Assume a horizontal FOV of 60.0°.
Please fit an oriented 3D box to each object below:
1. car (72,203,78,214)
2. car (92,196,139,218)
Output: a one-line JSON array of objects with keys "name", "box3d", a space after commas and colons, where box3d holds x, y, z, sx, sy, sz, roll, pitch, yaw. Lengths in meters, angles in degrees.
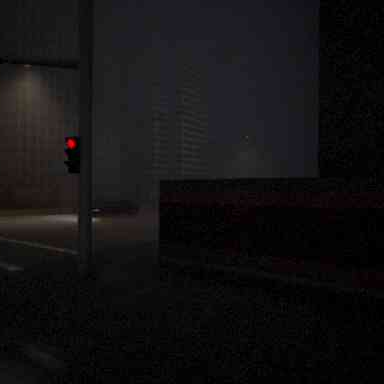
[{"name": "car", "box3d": [-8.762, 1.144, 30.925, 2.097, 1.767, 4.553, 1, 0, 36]}, {"name": "car", "box3d": [-6.579, 1.325, 27.975, 1.837, 1.490, 4.892, 1, 0, 36]}]
